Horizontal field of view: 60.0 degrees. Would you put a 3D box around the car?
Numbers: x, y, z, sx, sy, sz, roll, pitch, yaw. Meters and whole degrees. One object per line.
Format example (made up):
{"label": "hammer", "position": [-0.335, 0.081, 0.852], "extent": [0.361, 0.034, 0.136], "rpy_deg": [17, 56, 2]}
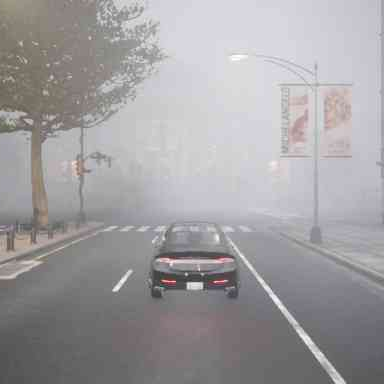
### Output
{"label": "car", "position": [0.064, 1.491, 8.465], "extent": [2.128, 1.511, 4.902], "rpy_deg": [0, 0, 0]}
